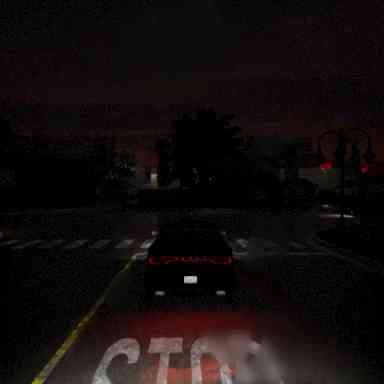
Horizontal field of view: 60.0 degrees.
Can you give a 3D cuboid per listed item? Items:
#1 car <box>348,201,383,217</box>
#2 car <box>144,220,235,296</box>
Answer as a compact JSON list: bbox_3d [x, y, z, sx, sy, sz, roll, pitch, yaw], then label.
[{"bbox_3d":[17.851,1.567,31.681,5.357,1.411,2.033,0,0,-2],"label":"car"},{"bbox_3d":[-0.075,1.476,8.692,1.882,1.535,5.008,0,0,-1],"label":"car"}]
